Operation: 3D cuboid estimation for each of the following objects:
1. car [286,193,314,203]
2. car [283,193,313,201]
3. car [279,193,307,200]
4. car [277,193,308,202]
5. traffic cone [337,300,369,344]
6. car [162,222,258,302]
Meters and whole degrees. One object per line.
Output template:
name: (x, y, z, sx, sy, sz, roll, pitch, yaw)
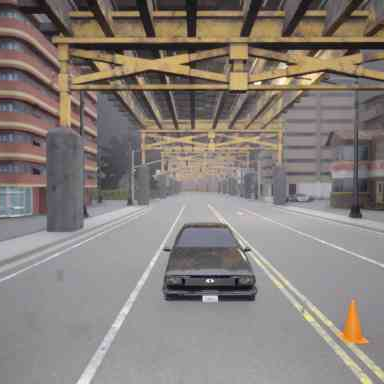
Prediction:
car: (17.480, 1.007, 54.792, 4.974, 1.542, 2.038, 0, 1, -20)
car: (17.529, 0.849, 54.808, 4.536, 1.218, 1.853, 0, 1, -20)
car: (17.876, 0.802, 58.925, 4.536, 1.218, 1.853, 0, 1, 25)
car: (17.829, 0.960, 58.949, 4.974, 1.542, 2.038, 0, 1, 25)
traffic cone: (2.455, 1.949, 5.076, 0.340, 0.580, 0.340, 0, 0, 0)
car: (0.364, 1.534, 8.684, 2.033, 1.411, 5.357, 0, 0, 1)
